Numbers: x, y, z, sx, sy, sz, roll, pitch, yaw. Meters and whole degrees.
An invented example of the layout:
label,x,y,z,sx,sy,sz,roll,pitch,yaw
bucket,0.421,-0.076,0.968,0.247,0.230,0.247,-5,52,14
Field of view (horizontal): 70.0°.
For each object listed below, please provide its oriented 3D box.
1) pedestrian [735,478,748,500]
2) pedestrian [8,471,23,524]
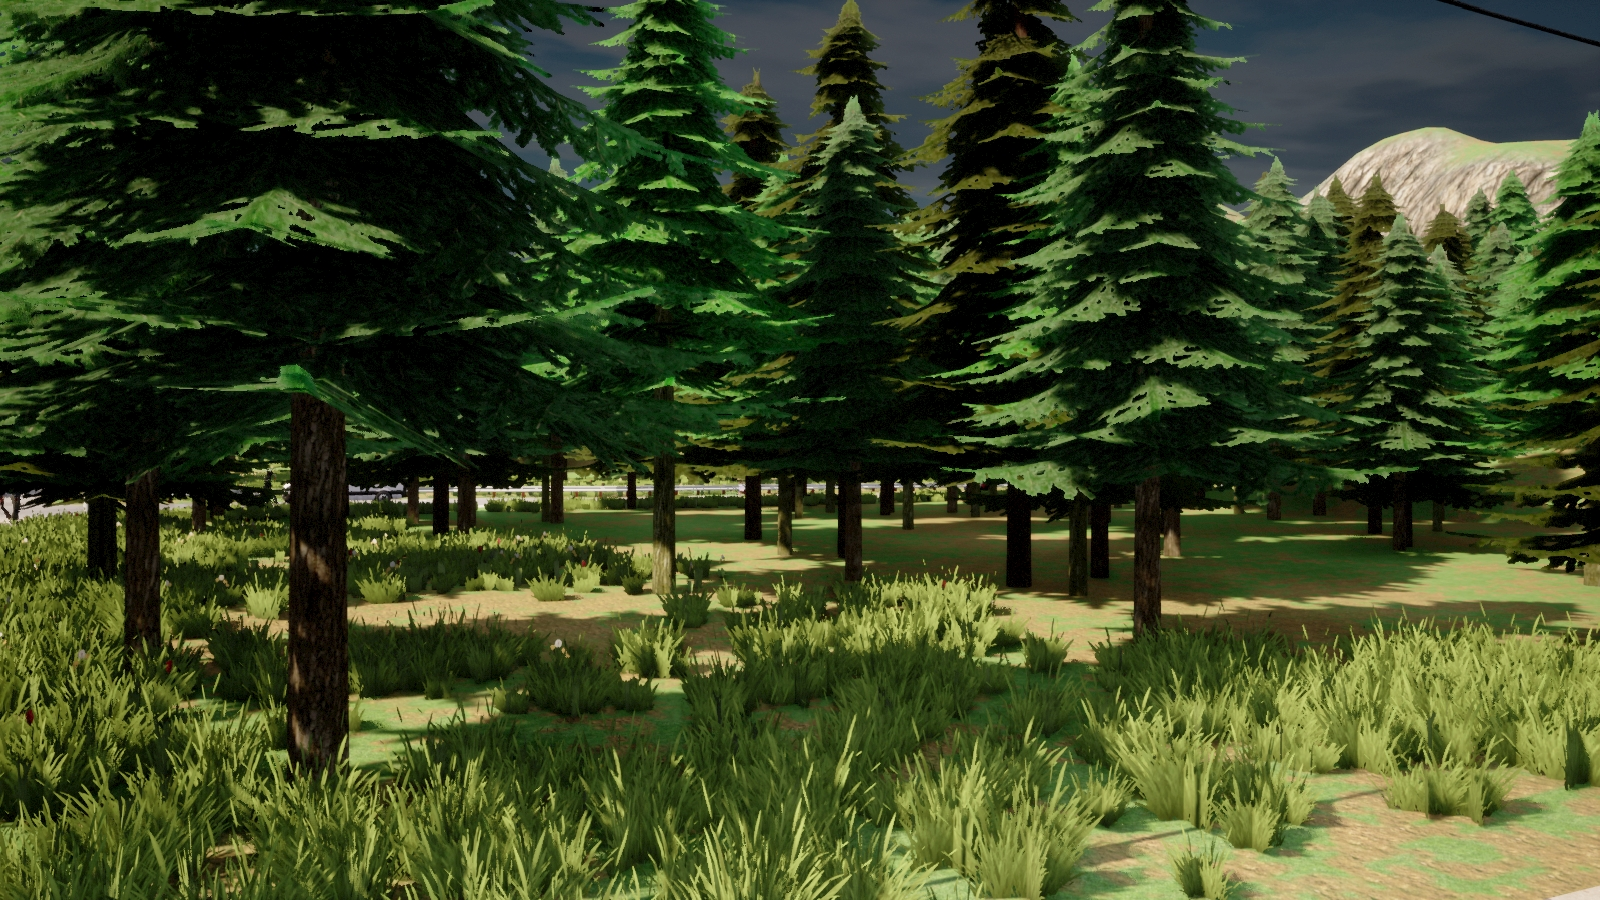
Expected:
label,x,y,z,sx,sy,sz,roll,pitch,yaw
pedestrian,-3.072,2.050,59.922,0.500,1.100,0.500,0,0,-27
pedestrian,-27.921,1.694,40.664,0.375,1.860,0.375,0,0,-23
